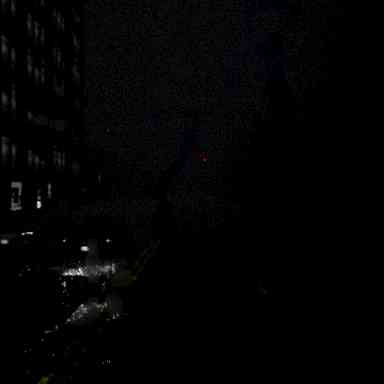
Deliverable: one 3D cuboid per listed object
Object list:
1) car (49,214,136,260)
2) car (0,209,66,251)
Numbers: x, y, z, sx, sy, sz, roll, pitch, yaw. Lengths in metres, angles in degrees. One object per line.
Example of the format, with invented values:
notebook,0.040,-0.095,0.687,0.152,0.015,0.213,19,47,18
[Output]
car,-3.347,1.566,12.345,1.994,1.385,4.181,0,0,0
car,-6.597,1.493,14.167,2.128,1.511,4.902,0,0,0
